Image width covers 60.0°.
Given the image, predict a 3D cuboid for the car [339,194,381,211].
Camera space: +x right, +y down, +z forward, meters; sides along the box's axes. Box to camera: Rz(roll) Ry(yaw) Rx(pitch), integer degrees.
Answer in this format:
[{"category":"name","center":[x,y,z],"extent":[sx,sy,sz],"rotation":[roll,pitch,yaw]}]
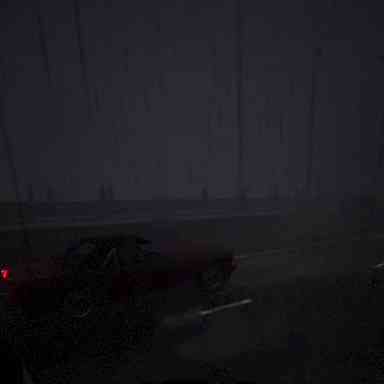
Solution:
[{"category":"car","center":[17.222,1.244,33.697],"extent":[5.566,2.045,2.150],"rotation":[0,0,-36]}]

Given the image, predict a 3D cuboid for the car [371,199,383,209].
[{"category":"car","center":[18.605,1.583,30.375],"extent":[4.181,1.385,1.994],"rotation":[0,0,-36]}]

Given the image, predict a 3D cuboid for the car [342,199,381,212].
[{"category":"car","center":[20.639,1.574,40.470],"extent":[5.357,1.411,2.033],"rotation":[0,0,-36]}]

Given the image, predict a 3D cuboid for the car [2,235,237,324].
[{"category":"car","center":[-1.306,1.608,7.161],"extent":[4.718,1.301,1.895],"rotation":[0,0,-35]}]

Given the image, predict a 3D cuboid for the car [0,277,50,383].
[{"category":"car","center":[-3.259,1.604,1.504],"extent":[4.718,1.301,1.895],"rotation":[0,0,-35]}]
